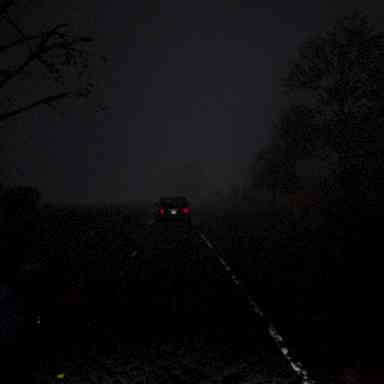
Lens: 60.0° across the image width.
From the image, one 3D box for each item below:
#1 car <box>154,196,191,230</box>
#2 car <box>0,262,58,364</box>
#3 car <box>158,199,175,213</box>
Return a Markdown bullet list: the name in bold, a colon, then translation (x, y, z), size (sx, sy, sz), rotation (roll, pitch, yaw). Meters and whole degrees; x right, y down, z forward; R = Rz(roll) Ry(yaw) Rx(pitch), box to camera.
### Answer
- **car**: translation (-1.269, 1.256, 21.690), size (2.150, 2.045, 5.566), rotation (0, 0, -5)
- **car**: translation (-3.157, 1.571, 3.555), size (2.033, 1.411, 5.357), rotation (0, 0, -3)
- **car**: translation (-3.128, 1.574, 39.572), size (1.837, 1.490, 4.892), rotation (0, 0, -7)
